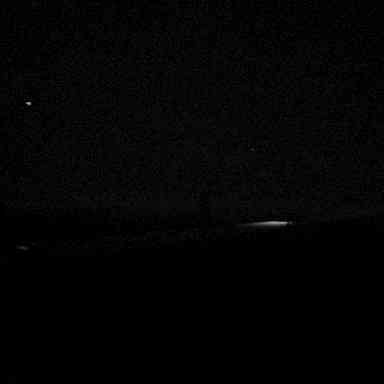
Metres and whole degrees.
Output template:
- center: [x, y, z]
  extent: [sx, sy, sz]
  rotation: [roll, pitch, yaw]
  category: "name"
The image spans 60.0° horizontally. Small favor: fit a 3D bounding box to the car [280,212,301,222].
- center: [14.626, 3.678, 49.462]
  extent: [1.895, 1.301, 4.718]
  rotation: [-2, -3, 35]
  category: "car"
